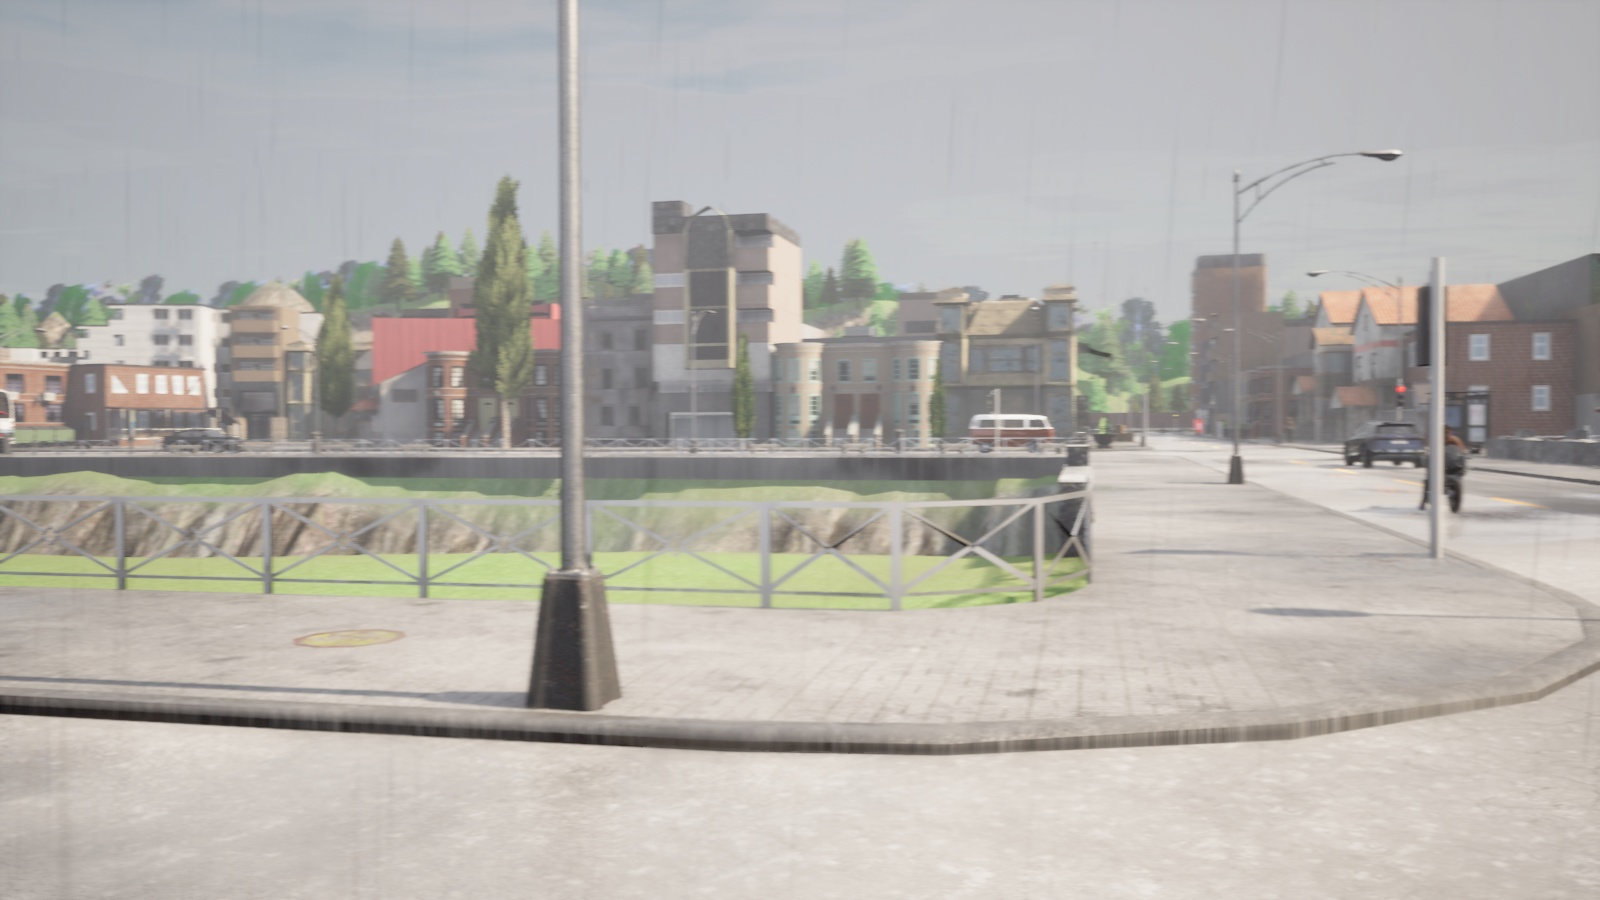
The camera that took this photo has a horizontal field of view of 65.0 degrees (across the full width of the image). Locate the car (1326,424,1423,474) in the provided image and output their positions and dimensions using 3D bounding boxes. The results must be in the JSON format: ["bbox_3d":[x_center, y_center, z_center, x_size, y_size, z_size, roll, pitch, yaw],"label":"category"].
[{"bbox_3d":[19.817,-0.084,43.533,2.033,1.649,4.856,0,1,12],"label":"car"}]

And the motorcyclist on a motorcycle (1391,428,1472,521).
[{"bbox_3d":[10.982,0.387,21.915,0.797,1.523,2.044,0,1,13],"label":"motorcyclist on a motorcycle"}]

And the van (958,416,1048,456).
[{"bbox_3d":[10.503,-0.740,64.714,4.480,2.038,2.069,0,1,12],"label":"van"}]

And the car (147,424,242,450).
[{"bbox_3d":[-36.111,-0.795,74.955,5.008,1.535,1.882,0,1,12],"label":"car"}]
